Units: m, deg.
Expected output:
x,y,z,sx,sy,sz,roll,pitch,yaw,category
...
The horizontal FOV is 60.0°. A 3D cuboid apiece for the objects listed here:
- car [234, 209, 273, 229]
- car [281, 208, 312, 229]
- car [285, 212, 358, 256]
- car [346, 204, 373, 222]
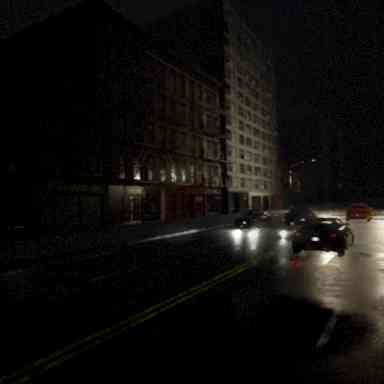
x,y,z,sx,sy,sz,roll,pitch,yaw,category
4.812,2.056,25.838,1.994,1.385,4.181,-2,-2,31,car
8.089,1.920,24.989,1.812,1.442,4.674,-2,-2,31,car
5.686,1.767,14.266,1.994,1.385,4.181,-2,-2,31,car
15.136,1.821,30.040,1.882,1.535,5.008,-2,-2,31,car
